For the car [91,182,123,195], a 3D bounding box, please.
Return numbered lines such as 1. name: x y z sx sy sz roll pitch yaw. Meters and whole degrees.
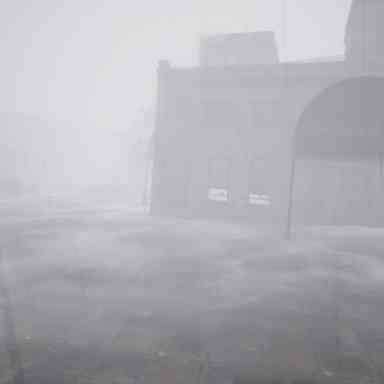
1. car: -10.787 -0.461 42.629 2.128 1.511 4.902 5 4 22
